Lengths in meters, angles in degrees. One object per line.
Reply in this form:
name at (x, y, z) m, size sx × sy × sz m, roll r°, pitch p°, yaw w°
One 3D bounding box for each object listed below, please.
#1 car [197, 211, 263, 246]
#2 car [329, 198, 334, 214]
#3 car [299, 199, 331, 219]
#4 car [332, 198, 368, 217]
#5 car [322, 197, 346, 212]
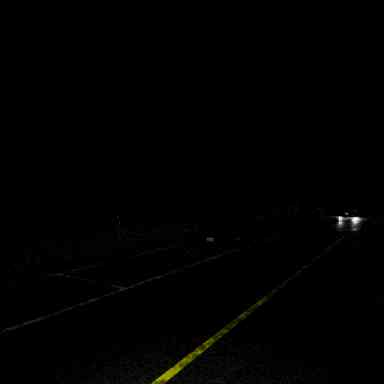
car at (1.897, 1.566, 15.411) m, size 1.947 × 1.339 × 4.313 m, roll 0°, pitch 0°, yaw 32°
car at (13.638, 1.567, 34.135) m, size 1.947 × 1.339 × 4.313 m, roll 0°, pitch 0°, yaw 32°
car at (10.702, 1.583, 29.454) m, size 1.802 × 1.307 × 4.206 m, roll 0°, pitch 0°, yaw 32°
car at (14.993, 1.549, 31.433) m, size 2.033 × 1.411 × 5.357 m, roll 0°, pitch 0°, yaw 32°
car at (16.573, 1.442, 38.816) m, size 1.967 × 1.590 × 4.097 m, roll 0°, pitch 0°, yaw 32°
